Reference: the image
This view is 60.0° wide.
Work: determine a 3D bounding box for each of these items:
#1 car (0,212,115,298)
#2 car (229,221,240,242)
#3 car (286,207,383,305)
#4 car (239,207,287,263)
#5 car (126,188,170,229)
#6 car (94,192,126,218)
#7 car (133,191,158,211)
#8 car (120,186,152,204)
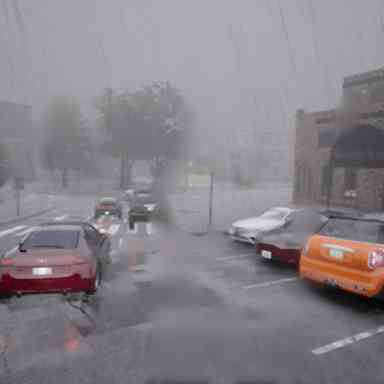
[{"bbox_3d":[-3.138,1.418,8.222,1.994,1.385,4.181,0,1,-9],"label":"car"},{"bbox_3d":[3.677,1.337,13.449,4.674,1.452,2.002,1,1,-30],"label":"car"},{"bbox_3d":[4.683,1.265,7.626,4.553,1.767,2.185,1,1,-30],"label":"car"},{"bbox_3d":[4.169,1.373,10.528,4.792,1.488,2.163,1,1,-30],"label":"car"},{"bbox_3d":[-2.549,0.908,19.254,2.150,2.045,5.566,0,1,-10],"label":"car"},{"bbox_3d":[-6.024,1.036,24.403,1.837,1.490,4.892,0,2,-10],"label":"car"},{"bbox_3d":[-4.226,0.758,30.925,1.837,1.490,4.892,1,3,-3],"label":"car"},{"bbox_3d":[-6.259,0.276,37.705,1.812,1.442,4.674,2,6,14],"label":"car"}]
